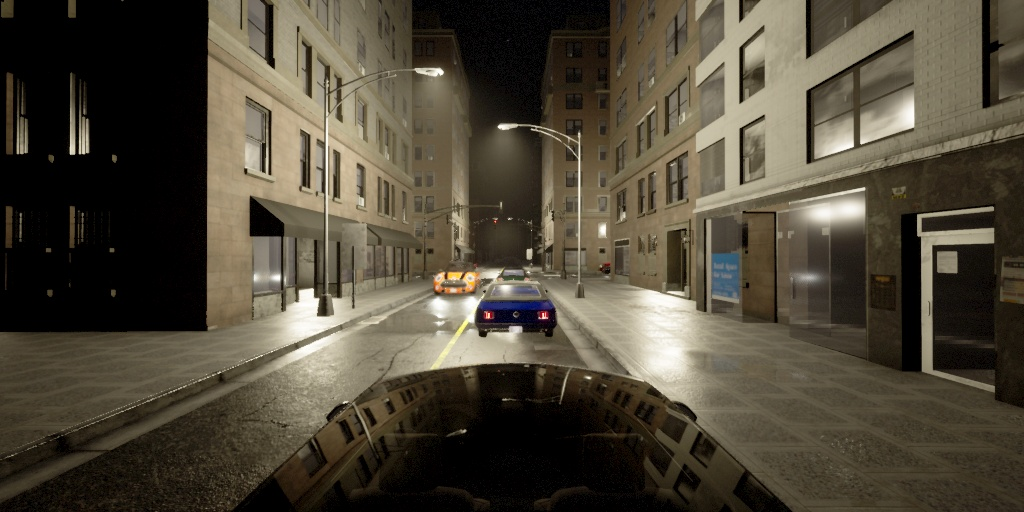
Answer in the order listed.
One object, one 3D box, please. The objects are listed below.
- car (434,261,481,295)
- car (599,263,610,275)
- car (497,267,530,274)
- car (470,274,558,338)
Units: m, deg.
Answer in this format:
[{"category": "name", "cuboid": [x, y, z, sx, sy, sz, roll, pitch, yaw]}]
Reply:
[{"category": "car", "cuboid": [-2.880, 1.108, 19.720, 2.097, 1.767, 4.553, 0, 0, -1]}, {"category": "car", "cuboid": [12.060, 1.254, 37.495, 5.008, 1.535, 1.882, 0, 0, 0]}, {"category": "car", "cuboid": [0.086, 1.321, 20.115, 1.994, 1.385, 4.181, 0, 0, 0]}, {"category": "car", "cuboid": [0.096, 1.352, 10.226, 1.895, 1.301, 4.718, 0, 0, 0]}]
